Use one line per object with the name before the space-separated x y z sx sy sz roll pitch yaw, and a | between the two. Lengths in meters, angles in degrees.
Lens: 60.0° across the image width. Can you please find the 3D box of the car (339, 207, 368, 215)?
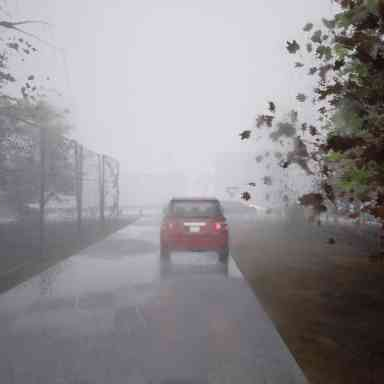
car | 26.295 4.072 53.350 2.435 2.045 5.566 0 0 -18

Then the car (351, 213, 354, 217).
car | 23.378 4.353 53.398 2.163 1.488 4.792 0 0 -19

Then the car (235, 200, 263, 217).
car | 3.573 1.475 29.904 4.892 1.490 1.837 1 -4 -23

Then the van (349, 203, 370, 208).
van | 40.668 3.705 80.589 4.442 1.987 1.878 -1 1 -17

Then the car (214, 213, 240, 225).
car | 5.616 4.327 53.931 2.231 1.521 4.892 0 0 -18

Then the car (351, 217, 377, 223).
car | 19.748 4.316 36.541 2.435 2.045 5.566 0 2 -18

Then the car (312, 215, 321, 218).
car | 20.412 4.073 53.475 2.435 2.045 5.566 0 0 -18

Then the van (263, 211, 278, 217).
van | 11.484 4.100 53.869 1.878 1.987 4.442 0 0 -18

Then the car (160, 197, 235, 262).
car | 0.075 1.184 12.205 2.150 2.045 5.566 0 -1 0

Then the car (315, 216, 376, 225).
car | 16.690 4.315 36.671 2.435 2.045 5.566 -1 2 -18

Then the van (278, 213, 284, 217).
van | 14.442 4.100 53.782 1.878 1.987 4.442 0 0 -18
